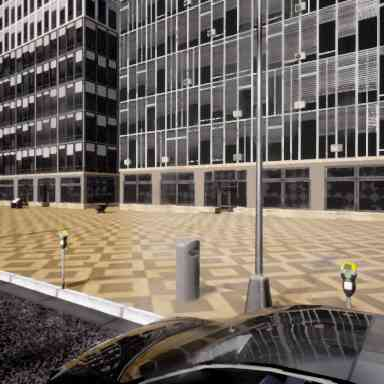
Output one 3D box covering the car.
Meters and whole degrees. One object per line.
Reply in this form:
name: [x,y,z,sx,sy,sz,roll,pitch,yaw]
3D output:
car: [0.735,1.566,2.345,4.313,1.339,1.947,0,0,35]
